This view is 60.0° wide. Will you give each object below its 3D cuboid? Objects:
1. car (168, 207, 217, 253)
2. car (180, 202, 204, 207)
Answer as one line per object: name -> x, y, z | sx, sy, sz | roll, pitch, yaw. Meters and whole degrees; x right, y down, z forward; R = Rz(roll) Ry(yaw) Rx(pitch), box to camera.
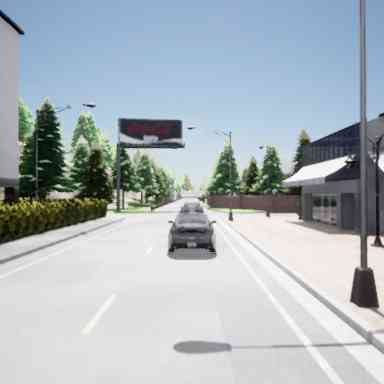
car -> 0.007, 1.644, 14.315 | 1.837, 1.490, 4.892 | 0, 0, 0
car -> 0.008, 1.626, 29.088 | 2.097, 1.767, 4.553 | 0, -1, 0
